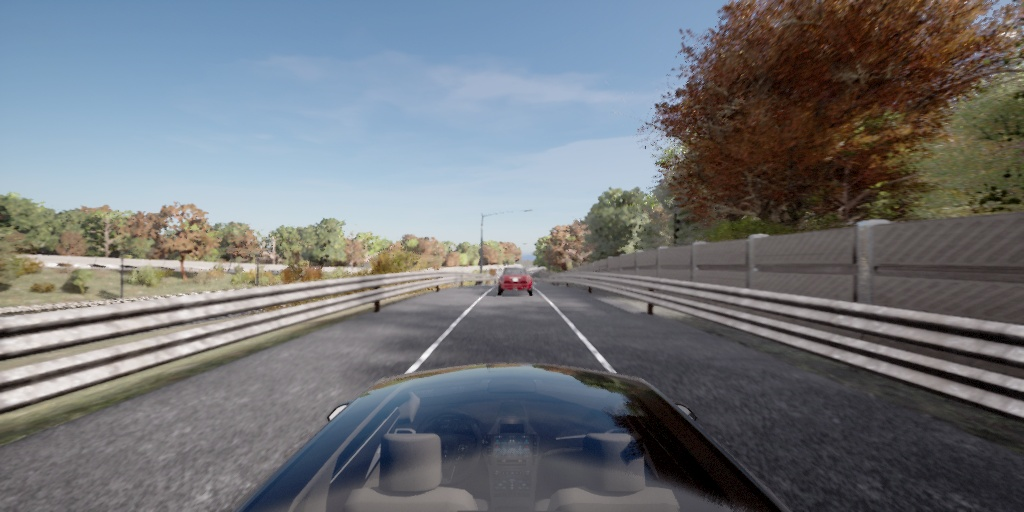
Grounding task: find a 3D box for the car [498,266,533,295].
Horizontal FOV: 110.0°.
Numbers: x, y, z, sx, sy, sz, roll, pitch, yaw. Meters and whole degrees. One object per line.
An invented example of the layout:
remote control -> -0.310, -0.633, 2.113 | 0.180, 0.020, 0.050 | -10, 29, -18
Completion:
car -> 0.208, 1.493, 23.014 | 2.097, 1.767, 4.553 | 0, -2, 0
